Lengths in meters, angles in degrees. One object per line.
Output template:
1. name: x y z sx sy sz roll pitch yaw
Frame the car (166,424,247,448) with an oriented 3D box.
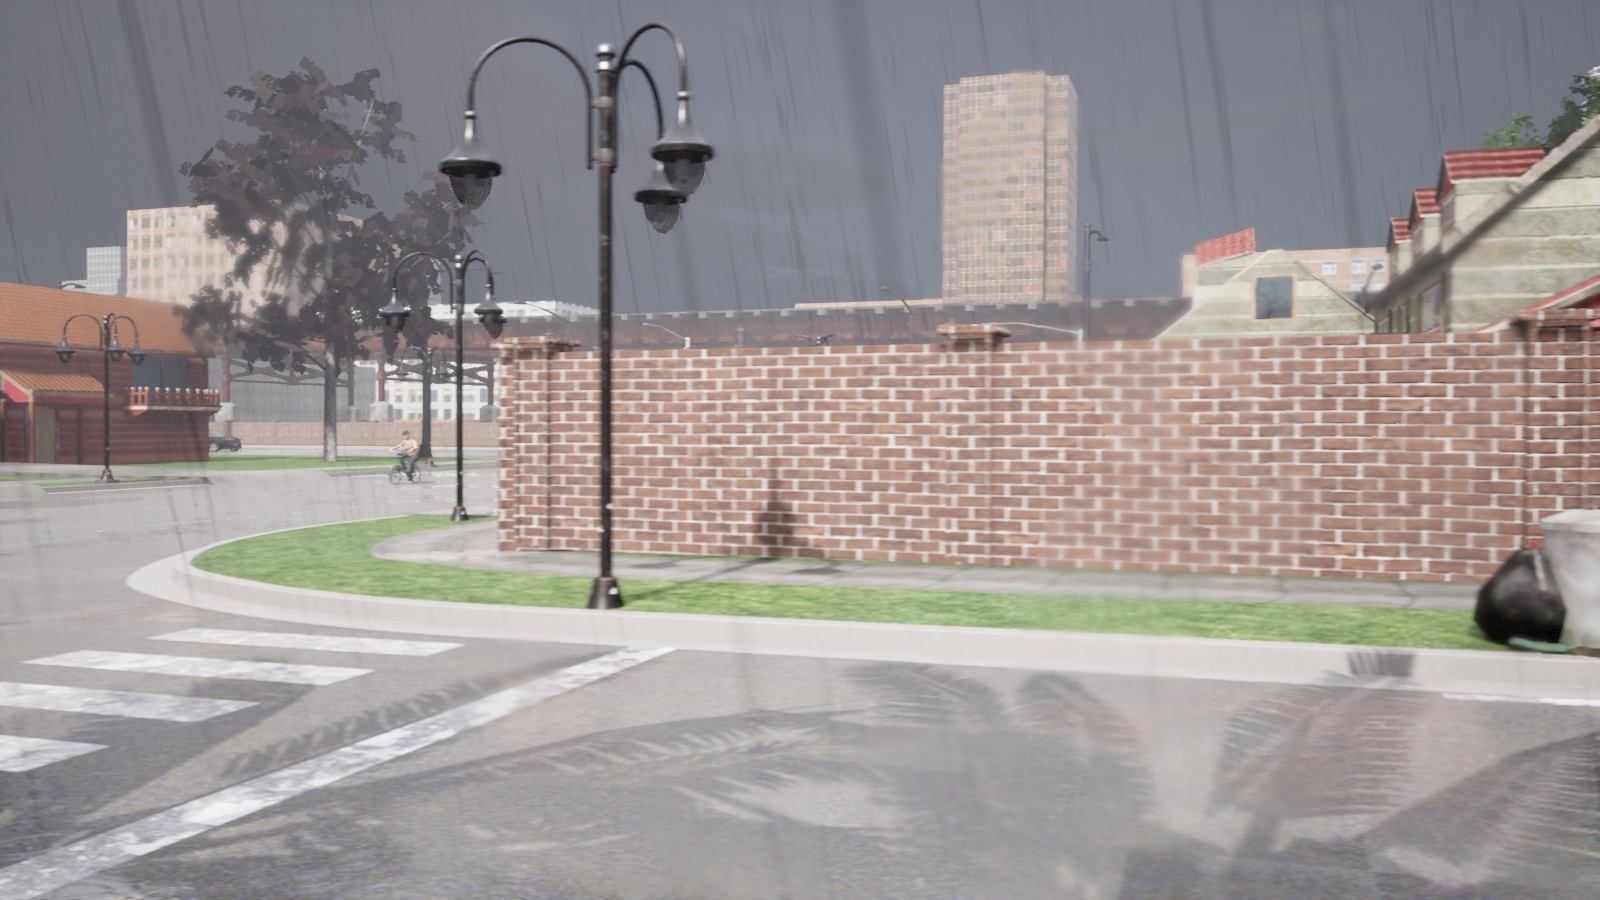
1. car: -39.758 -0.929 84.121 5.008 1.535 1.882 1 1 20

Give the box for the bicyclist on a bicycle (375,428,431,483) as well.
1. bicyclist on a bicycle: -11.855 0.142 37.543 0.866 1.612 1.509 1 1 19
